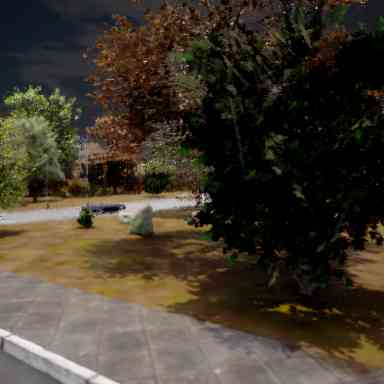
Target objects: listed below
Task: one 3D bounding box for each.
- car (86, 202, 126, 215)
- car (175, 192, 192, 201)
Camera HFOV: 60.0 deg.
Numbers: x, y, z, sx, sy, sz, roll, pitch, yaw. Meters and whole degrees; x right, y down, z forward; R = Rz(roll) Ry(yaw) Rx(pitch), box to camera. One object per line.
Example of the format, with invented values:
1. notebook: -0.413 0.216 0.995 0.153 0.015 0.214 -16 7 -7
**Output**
1. car: -9.586 1.724 36.739 1.895 1.301 4.718 -1 1 39
2. car: -0.877 0.698 58.758 1.882 1.535 5.008 -1 2 39
